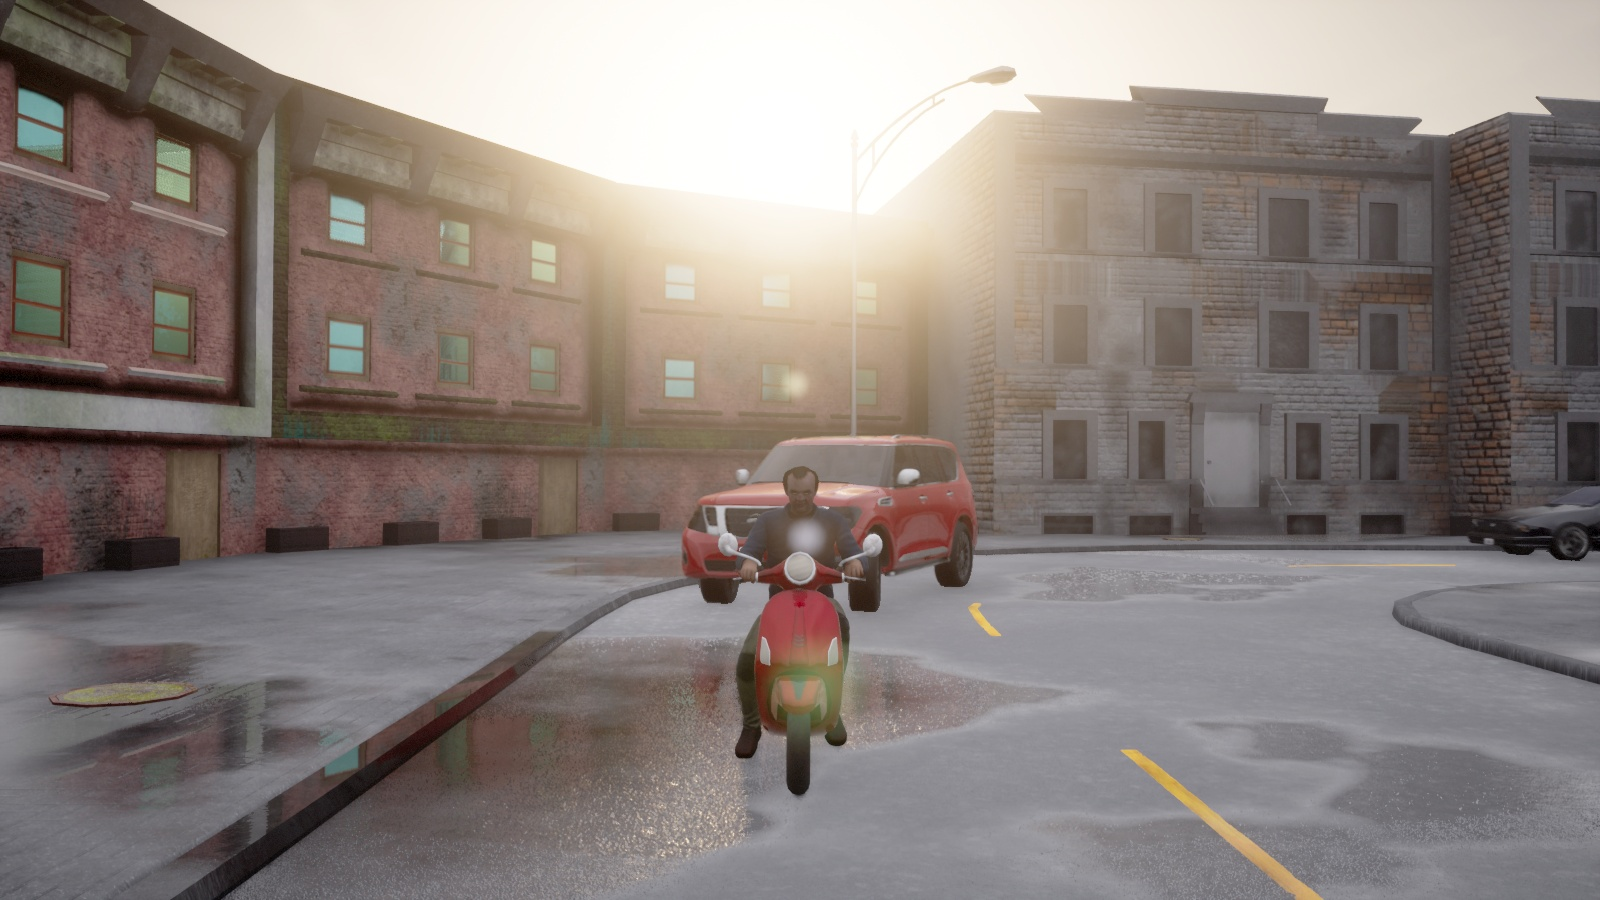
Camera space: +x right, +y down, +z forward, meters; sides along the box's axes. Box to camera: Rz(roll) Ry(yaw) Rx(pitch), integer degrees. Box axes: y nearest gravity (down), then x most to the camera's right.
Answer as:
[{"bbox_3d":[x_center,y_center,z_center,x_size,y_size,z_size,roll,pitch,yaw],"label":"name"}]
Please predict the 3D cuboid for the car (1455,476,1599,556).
[{"bbox_3d":[15.397,1.192,23.363,5.357,1.411,2.033,0,-1,0],"label":"car"}]

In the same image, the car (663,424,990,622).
[{"bbox_3d":[0.612,0.800,15.963,2.150,2.045,5.566,-1,-1,24],"label":"car"}]

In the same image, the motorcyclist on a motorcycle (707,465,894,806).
[{"bbox_3d":[0.009,0.882,6.778,0.866,1.590,1.817,0,-1,1],"label":"motorcyclist on a motorcycle"}]
